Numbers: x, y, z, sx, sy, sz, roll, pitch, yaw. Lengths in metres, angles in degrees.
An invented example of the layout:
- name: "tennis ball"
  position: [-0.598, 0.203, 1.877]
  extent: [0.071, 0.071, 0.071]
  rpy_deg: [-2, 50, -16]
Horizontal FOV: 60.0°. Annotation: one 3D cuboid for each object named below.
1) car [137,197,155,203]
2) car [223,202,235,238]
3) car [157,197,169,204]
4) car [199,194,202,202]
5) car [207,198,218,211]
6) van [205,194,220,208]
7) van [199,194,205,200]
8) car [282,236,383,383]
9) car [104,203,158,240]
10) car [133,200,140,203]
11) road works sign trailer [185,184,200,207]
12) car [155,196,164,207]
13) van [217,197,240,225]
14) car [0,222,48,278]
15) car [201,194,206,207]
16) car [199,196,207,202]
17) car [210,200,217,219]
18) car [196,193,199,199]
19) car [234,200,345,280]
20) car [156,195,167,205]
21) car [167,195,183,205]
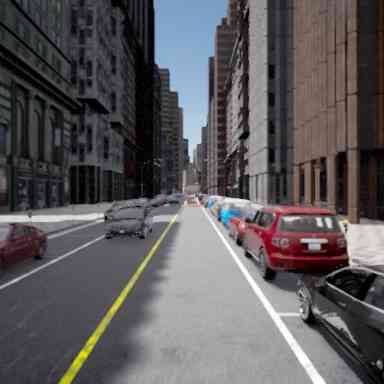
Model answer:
- name: "car"
  position: [-5.756, 1.475, 38.078]
  extent: [1.967, 1.590, 4.097]
  rpy_deg: [0, 0, 0]
- name: "car"
  position: [2.768, 1.453, 15.539]
  extent: [1.967, 1.590, 4.097]
  rpy_deg: [0, 0, 0]
- name: "car"
  position: [-5.754, 1.636, 66.259]
  extent: [1.947, 1.339, 4.313]
  rpy_deg: [0, 0, 0]
- name: "car"
  position: [2.771, 1.503, 60.631]
  extent: [1.967, 1.590, 4.097]
  rpy_deg: [0, 0, 0]
- name: "car"
  position: [2.769, 1.553, 32.618]
  extent: [1.752, 1.417, 4.829]
  rpy_deg: [0, 0, 0]
- name: "van"
  position: [2.770, 1.375, 38.085]
  extent: [1.690, 1.788, 3.998]
  rpy_deg: [0, 0, 0]
- name: "van"
  position: [2.774, 1.448, 94.452]
  extent: [1.690, 1.788, 3.998]
  rpy_deg: [0, 0, 0]
- name: "car"
  position: [2.766, 1.569, 4.265]
  extent: [1.947, 1.339, 4.313]
  rpy_deg: [0, 0, 0]
- name: "car"
  position: [-3.098, 1.519, 17.154]
  extent: [1.837, 1.490, 4.892]
  rpy_deg: [0, 0, 0]
- name: "car"
  position: [-5.757, 1.589, 26.806]
  extent: [1.947, 1.339, 4.313]
  rpy_deg: [0, 0, 0]
- name: "road works sign trailer"
  position: [0.021, 0.517, 52.722]
  extent: [2.380, 3.560, 2.880]
  rpy_deg: [0, 0, 0]
- name: "car"
  position: [-5.755, 1.615, 49.350]
  extent: [1.947, 1.339, 4.313]
  rpy_deg: [0, 0, 0]
- name: "van"
  position: [2.769, 1.358, 21.175]
  extent: [1.690, 1.788, 3.998]
  rpy_deg: [0, 0, 0]
- name: "car"
  position: [-5.758, 1.591, 9.896]
  extent: [1.802, 1.307, 4.206]
  rpy_deg: [0, 0, 0]
- name: "car"
  position: [2.770, 1.488, 49.358]
  extent: [1.967, 1.590, 4.097]
  rpy_deg: [0, 0, 0]
- name: "car"
  position: [2.772, 1.658, 83.178]
  extent: [1.947, 1.339, 4.313]
  rpy_deg: [0, 0, 0]
- name: "car"
  position: [2.768, 1.573, 26.812]
  extent: [2.008, 1.369, 4.403]
  rpy_deg: [0, 0, 0]
- name: "car"
  position: [2.773, 1.399, 77.542]
  extent: [2.192, 1.841, 5.009]
  rpy_deg: [0, 0, 0]
- name: "car"
  position: [2.768, 1.323, 9.902]
  extent: [2.192, 1.841, 5.009]
  rpy_deg: [0, 0, 0]
- name: "car"
  position: [-5.755, 1.601, 54.986]
  extent: [1.887, 1.381, 4.507]
  rpy_deg: [0, 0, 0]
- name: "car"
  position: [-3.047, 1.661, 58.259]
  extent: [1.895, 1.301, 4.718]
  rpy_deg: [0, 0, 1]
